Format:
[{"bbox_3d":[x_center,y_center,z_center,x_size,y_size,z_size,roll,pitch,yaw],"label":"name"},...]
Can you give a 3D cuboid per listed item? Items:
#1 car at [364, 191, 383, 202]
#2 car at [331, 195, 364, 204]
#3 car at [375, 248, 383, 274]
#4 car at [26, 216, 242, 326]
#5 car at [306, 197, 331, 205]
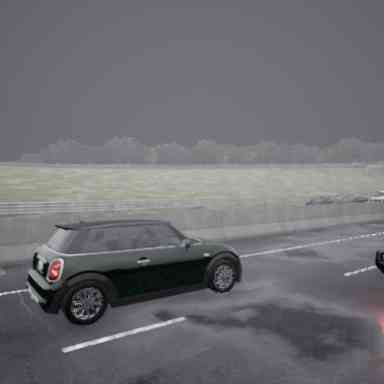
[{"bbox_3d":[21.752,0.881,36.613,5.566,2.045,2.150,-1,0,-35],"label":"car"},{"bbox_3d":[18.900,1.147,38.894,5.008,1.535,1.882,-1,0,-35],"label":"car"},{"bbox_3d":[6.791,1.581,8.594,4.718,1.301,1.895,0,0,-36],"label":"car"},{"bbox_3d":[-1.033,1.355,7.310,4.553,1.767,2.097,0,0,-35],"label":"car"},{"bbox_3d":[16.045,1.250,41.168,4.181,1.385,1.994,-1,1,-35],"label":"car"}]
